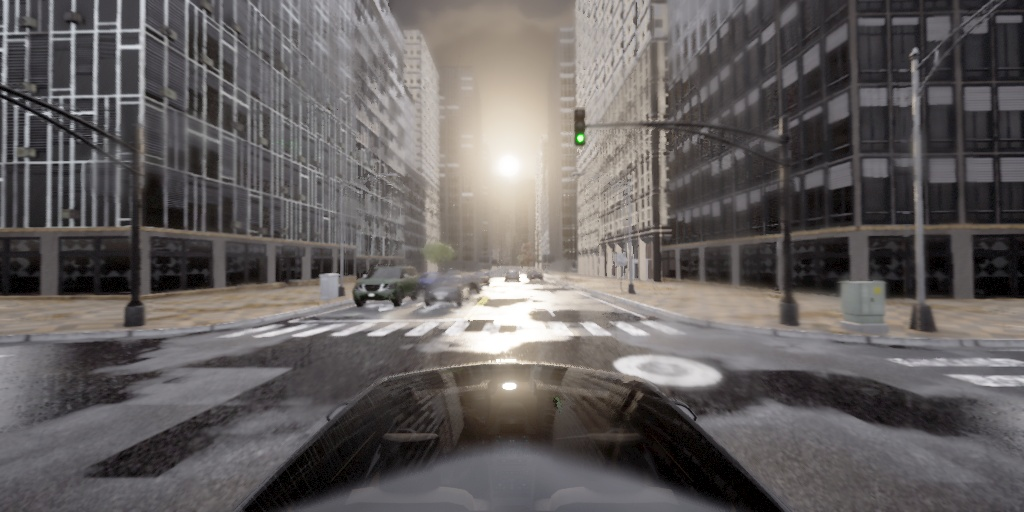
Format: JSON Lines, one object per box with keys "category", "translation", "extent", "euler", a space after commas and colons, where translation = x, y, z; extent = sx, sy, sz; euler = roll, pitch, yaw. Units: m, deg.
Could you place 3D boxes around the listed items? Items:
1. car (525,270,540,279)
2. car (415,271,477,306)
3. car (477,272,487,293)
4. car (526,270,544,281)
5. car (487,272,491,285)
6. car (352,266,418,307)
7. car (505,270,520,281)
{"category": "car", "translation": [3.302, 2.958, 58.709], "extent": [2.033, 1.411, 5.357], "euler": [-1, -2, 0]}
{"category": "car", "translation": [-3.338, 1.778, 19.300], "extent": [2.128, 1.511, 4.902], "euler": [-1, -2, 0]}
{"category": "car", "translation": [-3.330, 2.169, 28.574], "extent": [1.895, 1.301, 4.718], "euler": [-1, -2, 0]}
{"category": "car", "translation": [3.292, 2.714, 48.740], "extent": [1.895, 1.301, 4.718], "euler": [-1, -2, 0]}
{"category": "car", "translation": [-3.312, 2.439, 39.274], "extent": [2.033, 1.411, 5.357], "euler": [-1, -2, 0]}
{"category": "car", "translation": [-6.583, 1.546, 19.543], "extent": [2.150, 2.045, 5.566], "euler": [-1, -2, 0]}
{"category": "car", "translation": [0.042, 2.707, 48.714], "extent": [1.994, 1.385, 4.181], "euler": [-1, -2, 0]}
